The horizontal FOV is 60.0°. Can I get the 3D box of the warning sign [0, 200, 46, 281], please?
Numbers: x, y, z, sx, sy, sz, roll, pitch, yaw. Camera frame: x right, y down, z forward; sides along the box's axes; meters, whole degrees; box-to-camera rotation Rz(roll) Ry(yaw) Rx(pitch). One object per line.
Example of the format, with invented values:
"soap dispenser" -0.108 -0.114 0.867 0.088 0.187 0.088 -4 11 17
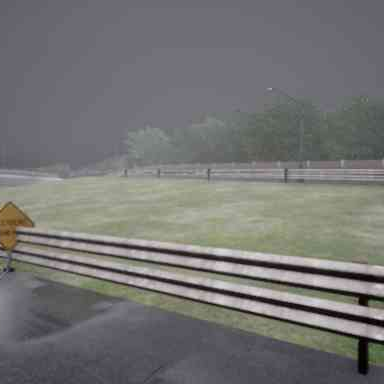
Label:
"warning sign" -4.633 1.149 8.469 1.060 1.860 1.300 0 0 36
